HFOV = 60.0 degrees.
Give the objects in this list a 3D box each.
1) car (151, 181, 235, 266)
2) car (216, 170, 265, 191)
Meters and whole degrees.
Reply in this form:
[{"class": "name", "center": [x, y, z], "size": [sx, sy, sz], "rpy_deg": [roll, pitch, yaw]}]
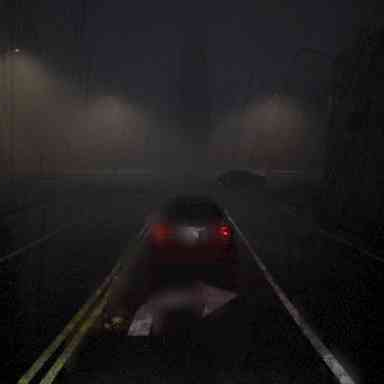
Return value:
[{"class": "car", "center": [0.028, 0.821, 10.036], "size": [2.097, 1.767, 4.553], "rpy_deg": [-1, 6, 1]}, {"class": "car", "center": [4.009, -1.083, 27.321], "size": [4.674, 1.442, 1.812], "rpy_deg": [-8, 12, -36]}]
